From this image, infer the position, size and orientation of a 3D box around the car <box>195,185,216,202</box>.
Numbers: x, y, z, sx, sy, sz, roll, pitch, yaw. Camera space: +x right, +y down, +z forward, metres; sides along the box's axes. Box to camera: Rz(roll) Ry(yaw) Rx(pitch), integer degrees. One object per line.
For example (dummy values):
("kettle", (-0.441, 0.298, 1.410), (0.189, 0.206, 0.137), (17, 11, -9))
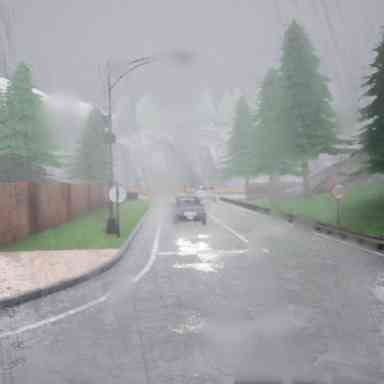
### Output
("car", (1.695, 0.192, 42.199), (2.150, 2.045, 5.566), (-1, 1, -4))

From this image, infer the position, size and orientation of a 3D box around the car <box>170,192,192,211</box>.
("car", (-1.038, 0.819, 29.862), (1.812, 1.442, 4.674), (-1, 1, -4))

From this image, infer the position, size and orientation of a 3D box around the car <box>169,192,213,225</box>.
("car", (-0.270, 1.019, 19.792), (2.128, 1.511, 4.902), (-1, 1, -4))
